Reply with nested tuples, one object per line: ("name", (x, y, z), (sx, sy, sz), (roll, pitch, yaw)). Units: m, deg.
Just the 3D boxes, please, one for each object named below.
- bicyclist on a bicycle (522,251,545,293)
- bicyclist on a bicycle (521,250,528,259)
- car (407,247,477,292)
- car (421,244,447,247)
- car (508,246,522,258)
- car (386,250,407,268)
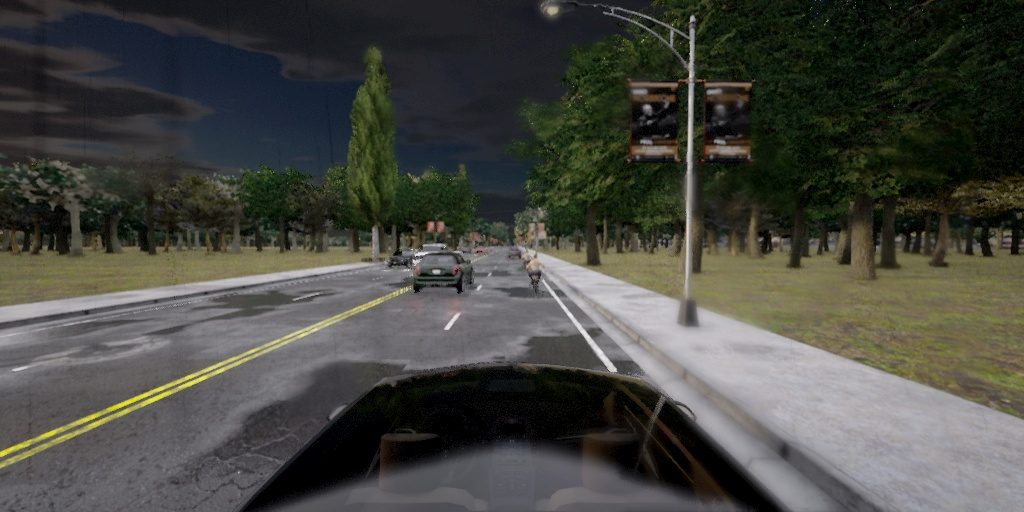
("bicyclist on a bicycle", (0.992, 0.729, 15.265), (0.866, 1.612, 1.509), (0, 2, 0))
("bicyclist on a bicycle", (1.053, 0.401, 25.032), (0.866, 1.612, 1.509), (0, 2, 0))
("car", (-3.061, 0.598, 16.709), (2.097, 1.767, 4.553), (0, 2, 0))
("car", (-6.431, 0.046, 29.220), (2.150, 2.045, 5.566), (0, 2, 0))
("car", (0.421, -0.523, 54.151), (2.128, 1.511, 4.902), (0, 2, 0))
("car", (-9.660, 0.238, 32.050), (1.837, 1.490, 4.892), (0, 2, 0))
